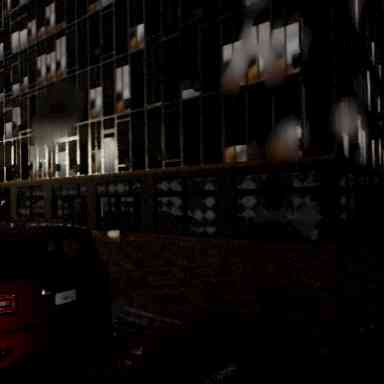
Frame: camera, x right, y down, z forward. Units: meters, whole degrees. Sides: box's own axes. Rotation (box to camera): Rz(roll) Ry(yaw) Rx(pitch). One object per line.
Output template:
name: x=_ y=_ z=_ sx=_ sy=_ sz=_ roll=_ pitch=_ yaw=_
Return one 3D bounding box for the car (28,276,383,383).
car: x=1.093 y=1.546 z=2.111 sx=4.507 sy=1.381 sz=1.887 roll=0 pitch=-1 yaw=36

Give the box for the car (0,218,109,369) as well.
car: x=-3.447 y=1.344 z=5.353 sx=5.009 sy=1.841 sz=2.192 roll=0 pitch=-1 yaw=36
